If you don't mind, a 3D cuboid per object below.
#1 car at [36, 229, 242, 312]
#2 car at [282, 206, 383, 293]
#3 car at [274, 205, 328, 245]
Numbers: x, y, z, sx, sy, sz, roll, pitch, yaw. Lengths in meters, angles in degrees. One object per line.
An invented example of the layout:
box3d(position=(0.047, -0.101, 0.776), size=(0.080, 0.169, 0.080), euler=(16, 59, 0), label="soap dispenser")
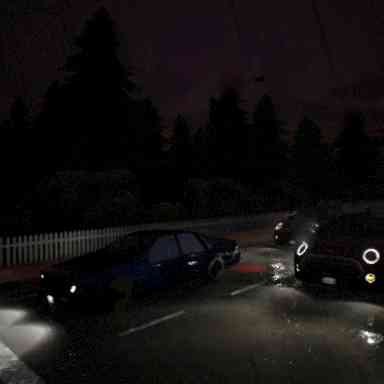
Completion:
box3d(position=(-0.914, 1.689, 8.417), size=(2.033, 1.411, 5.357), euler=(-2, -1, 44), label="car")
box3d(position=(4.629, 1.395, 9.099), size=(2.097, 1.767, 4.553), euler=(-2, -1, 44), label="car")
box3d(position=(5.632, 1.453, 15.141), size=(2.097, 1.767, 4.553), euler=(-2, -1, 44), label="car")
